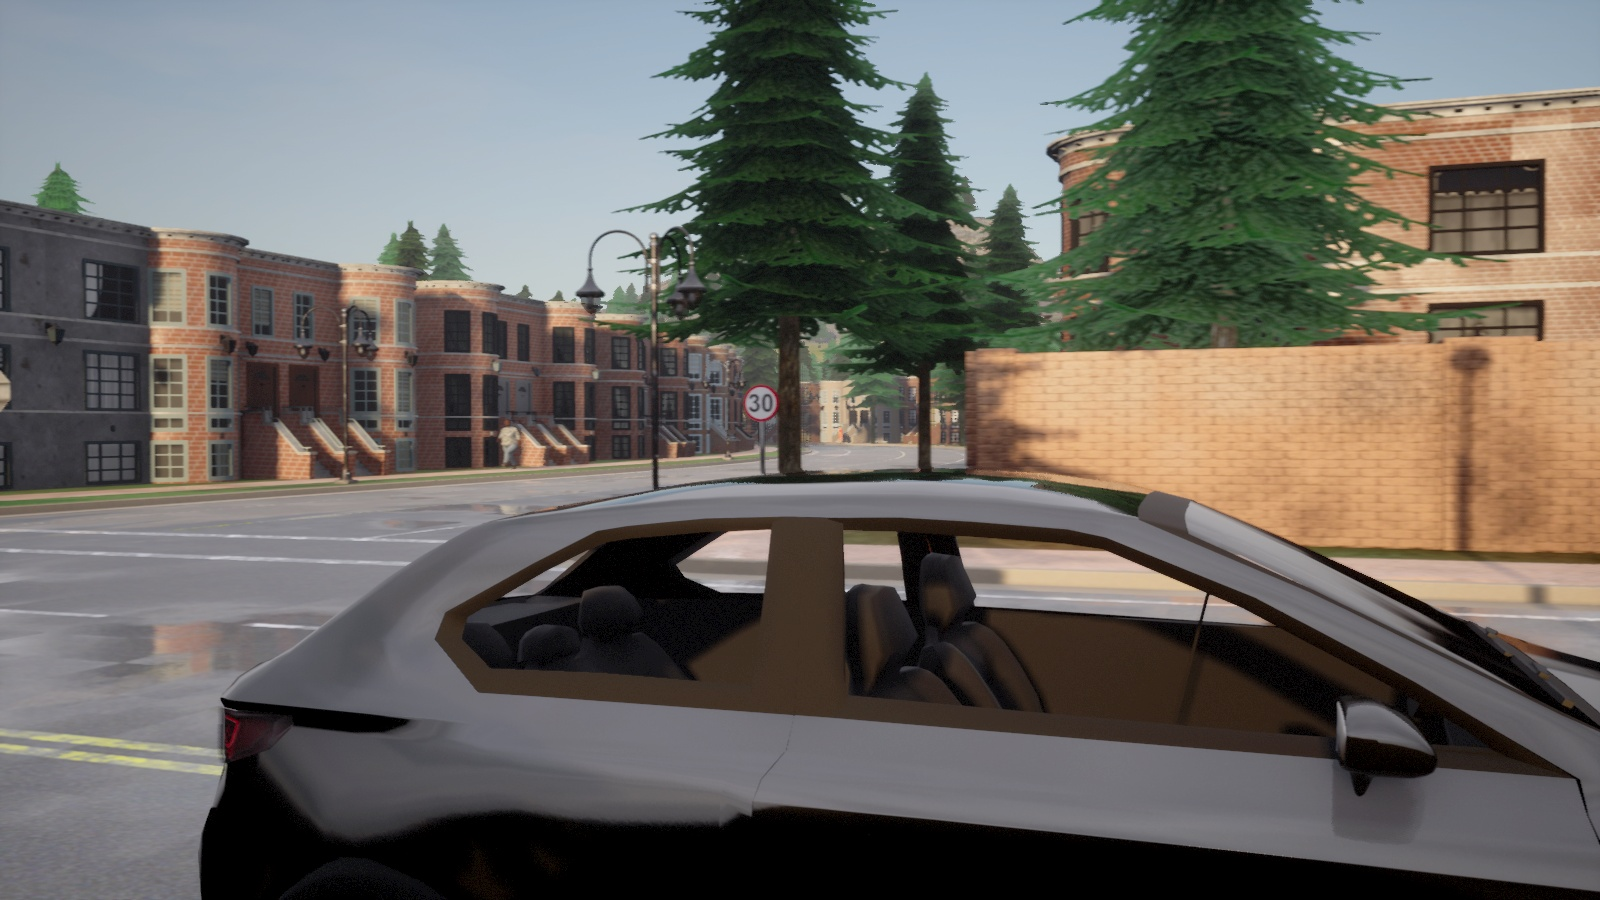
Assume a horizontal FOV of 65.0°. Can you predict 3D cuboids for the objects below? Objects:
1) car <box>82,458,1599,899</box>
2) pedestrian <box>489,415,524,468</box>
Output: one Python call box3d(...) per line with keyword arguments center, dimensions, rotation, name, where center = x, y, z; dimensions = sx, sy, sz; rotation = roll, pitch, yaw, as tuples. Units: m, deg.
box3d(center=(0.700, 0.795, 2.958), dimensions=(4.193, 1.474, 1.816), rotation=(1, 1, 19), name="car")
box3d(center=(-10.442, -0.304, 44.652), dimensions=(0.874, 1.855, 0.900), rotation=(1, 1, 20), name="pedestrian")
